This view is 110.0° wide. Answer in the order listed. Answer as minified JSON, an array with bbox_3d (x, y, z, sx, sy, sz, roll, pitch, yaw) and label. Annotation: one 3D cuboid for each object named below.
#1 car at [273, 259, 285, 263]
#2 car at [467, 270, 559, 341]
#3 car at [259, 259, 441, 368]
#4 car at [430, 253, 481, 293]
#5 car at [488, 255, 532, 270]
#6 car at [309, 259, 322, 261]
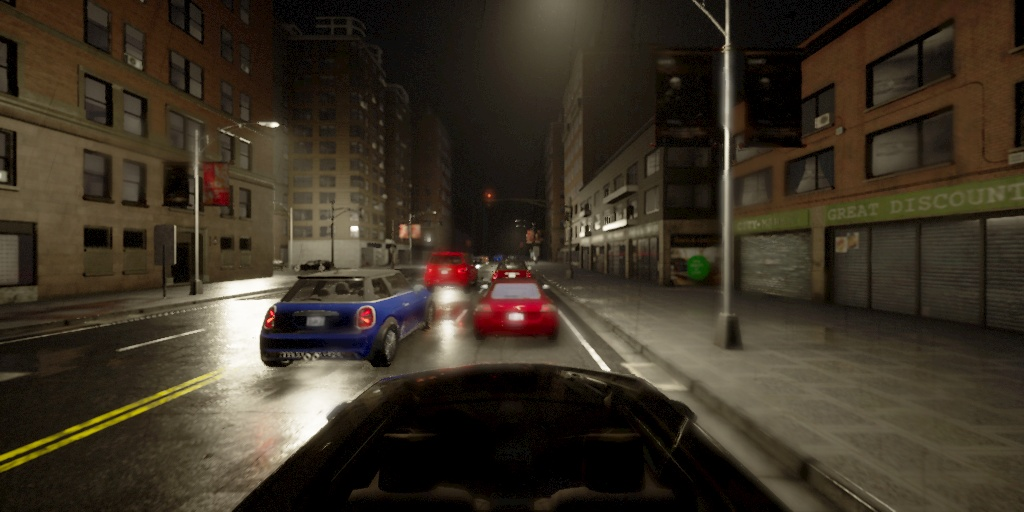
[{"bbox_3d":[-27.796,1.022,40.285,4.403,1.370,2.007,0,0,0],"label":"car"},{"bbox_3d":[0.099,1.251,9.656,1.994,1.385,4.181,0,0,0],"label":"car"},{"bbox_3d":[-3.145,1.053,7.898,2.097,1.767,4.553,0,0,0],"label":"car"},{"bbox_3d":[-3.143,0.832,19.404,2.150,2.045,5.566,0,1,0],"label":"car"},{"bbox_3d":[0.007,0.962,19.367,2.097,1.767,4.553,0,0,0],"label":"car"},{"bbox_3d":[-22.134,1.037,40.258,4.313,1.339,1.948,0,0,0],"label":"car"}]
